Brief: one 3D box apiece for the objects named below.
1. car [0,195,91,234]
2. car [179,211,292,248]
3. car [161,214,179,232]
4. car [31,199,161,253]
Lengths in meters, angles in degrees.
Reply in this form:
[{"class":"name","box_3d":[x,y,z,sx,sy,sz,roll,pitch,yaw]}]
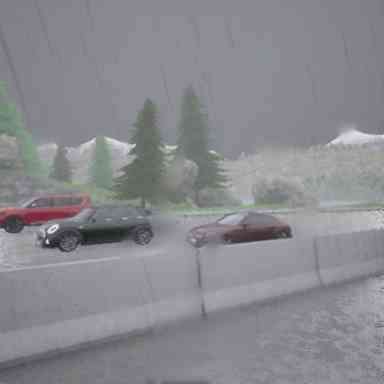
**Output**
[{"class":"car","box_3d":[-8.428,1.202,19.253,5.566,2.045,2.150,0,0,-33]},{"class":"car","box_3d":[2.039,1.529,13.463,4.674,1.442,1.812,0,0,-31]},{"class":"car","box_3d":[-3.120,1.593,18.487,4.718,1.301,1.895,0,0,-32]},{"class":"car","box_3d":[-3.919,1.342,13.813,4.553,1.767,2.097,0,0,-33]}]
